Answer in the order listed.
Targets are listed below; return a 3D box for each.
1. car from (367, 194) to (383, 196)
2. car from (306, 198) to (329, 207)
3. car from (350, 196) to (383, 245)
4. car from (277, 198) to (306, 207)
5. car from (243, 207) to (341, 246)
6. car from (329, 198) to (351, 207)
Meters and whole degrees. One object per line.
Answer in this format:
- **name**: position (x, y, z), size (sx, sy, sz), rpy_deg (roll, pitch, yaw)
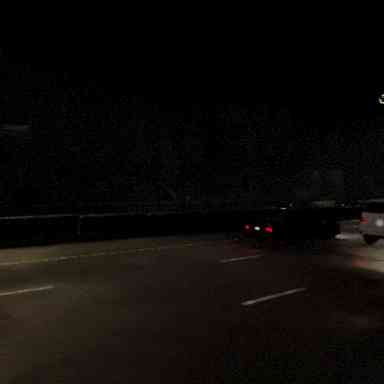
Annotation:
- **car**: position (23.297, 1.272, 42.081), size (5.566, 2.045, 2.150), rpy_deg (0, 0, -35)
- **car**: position (18.795, 1.578, 47.464), size (4.674, 1.442, 1.812), rpy_deg (0, 0, -35)
- **car**: position (9.801, 1.321, 15.035), size (5.566, 2.045, 2.150), rpy_deg (0, 0, -36)
- **car**: position (14.995, 1.614, 49.063), size (5.357, 1.411, 2.033), rpy_deg (0, 0, -35)
- **car**: position (4.855, 1.633, 15.806), size (5.357, 1.411, 2.033), rpy_deg (0, 0, -35)
- **car**: position (21.035, 1.556, 44.766), size (4.892, 1.490, 1.837), rpy_deg (0, 0, -35)
